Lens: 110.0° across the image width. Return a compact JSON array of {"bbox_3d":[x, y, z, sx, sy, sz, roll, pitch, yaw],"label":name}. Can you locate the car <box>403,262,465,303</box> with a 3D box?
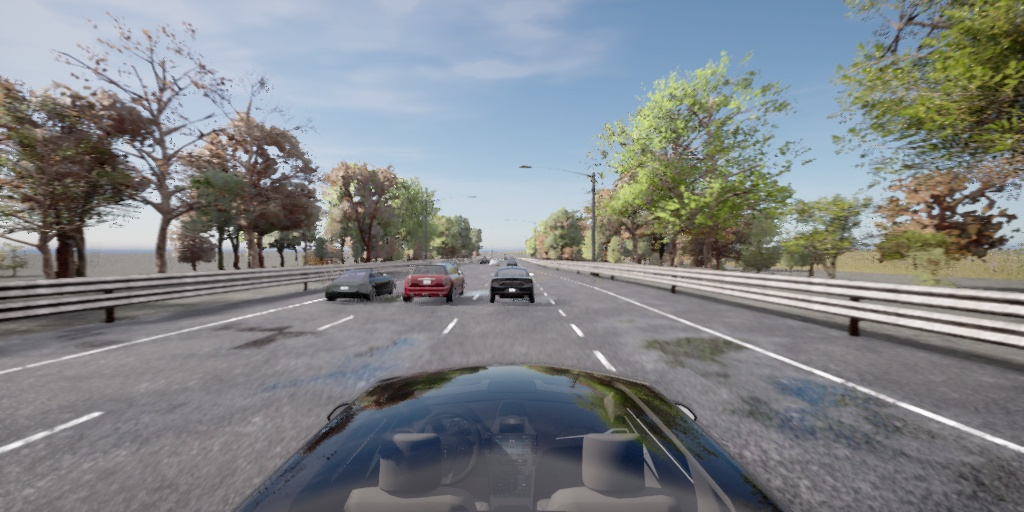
[{"bbox_3d":[-3.494,1.101,16.855,2.097,1.767,4.553,0,0,0],"label":"car"}]

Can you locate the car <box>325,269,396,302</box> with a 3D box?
[{"bbox_3d":[-6.996,1.314,16.981,1.994,1.385,4.181,0,0,0],"label":"car"}]

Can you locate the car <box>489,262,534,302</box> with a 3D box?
[{"bbox_3d":[0.006,1.227,16.892,1.882,1.535,5.008,0,0,0],"label":"car"}]
